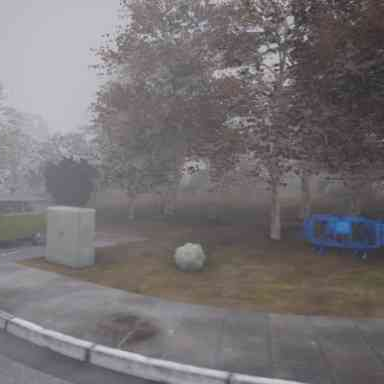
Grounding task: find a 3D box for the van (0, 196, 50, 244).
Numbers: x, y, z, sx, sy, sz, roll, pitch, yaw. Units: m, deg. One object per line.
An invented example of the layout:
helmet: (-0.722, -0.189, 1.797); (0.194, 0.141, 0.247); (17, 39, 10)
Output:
van: (-7.446, 1.161, 12.635); (1.878, 1.987, 4.442); (1, 0, 16)
